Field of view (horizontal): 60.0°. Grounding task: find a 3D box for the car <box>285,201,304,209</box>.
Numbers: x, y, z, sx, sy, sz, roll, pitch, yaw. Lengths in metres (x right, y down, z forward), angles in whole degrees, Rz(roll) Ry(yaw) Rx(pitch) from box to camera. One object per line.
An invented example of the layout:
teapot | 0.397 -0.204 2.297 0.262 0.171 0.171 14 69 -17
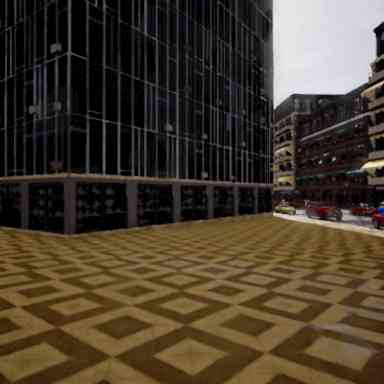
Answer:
car | 19.152 2.472 62.314 1.887 1.381 4.507 0 -1 -4

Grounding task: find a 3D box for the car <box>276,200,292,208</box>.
car | 18.736 2.438 67.836 1.967 1.590 4.097 0 -1 -4

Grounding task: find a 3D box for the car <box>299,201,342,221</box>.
car | 13.365 1.901 34.120 2.192 1.841 5.009 0 -1 -4

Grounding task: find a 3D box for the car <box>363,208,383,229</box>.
car | 14.196 2.039 23.076 1.802 1.307 4.206 0 -1 -4

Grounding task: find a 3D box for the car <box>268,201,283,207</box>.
car | 18.323 2.614 73.354 1.887 1.381 4.507 0 -1 -4

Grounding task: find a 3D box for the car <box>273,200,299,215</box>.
car | 12.550 2.240 44.988 1.752 1.417 4.829 0 -1 -4

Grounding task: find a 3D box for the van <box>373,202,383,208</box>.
van | 21.222 1.935 34.717 1.690 1.788 3.998 0 -1 -4

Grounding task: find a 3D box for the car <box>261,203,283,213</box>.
car | 12.123 2.349 50.677 1.947 1.339 4.313 0 -1 -4

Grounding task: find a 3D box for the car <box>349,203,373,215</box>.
car | 20.809 2.099 40.236 1.967 1.590 4.097 0 -1 -4
